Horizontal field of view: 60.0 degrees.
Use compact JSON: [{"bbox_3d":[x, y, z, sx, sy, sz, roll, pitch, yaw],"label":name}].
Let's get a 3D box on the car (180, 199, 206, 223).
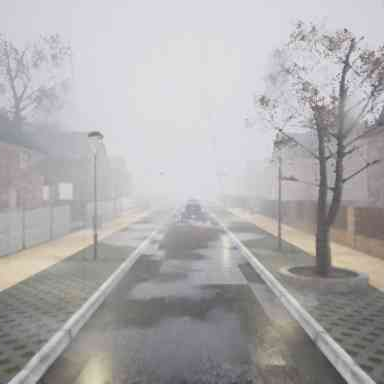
[{"bbox_3d":[0.092,1.509,25.164,1.812,1.442,4.674,0,0,0],"label":"car"}]
